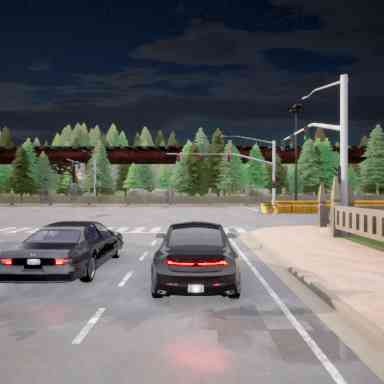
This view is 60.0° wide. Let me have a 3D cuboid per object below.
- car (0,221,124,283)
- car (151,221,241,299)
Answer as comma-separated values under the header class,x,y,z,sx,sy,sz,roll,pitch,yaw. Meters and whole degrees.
class,x,y,z,sx,sy,sz,roll,pitch,yaw
car,-3.388,1.547,9.655,2.033,1.411,5.357,0,0,0
car,0.099,1.505,8.466,1.837,1.490,4.892,0,0,1
